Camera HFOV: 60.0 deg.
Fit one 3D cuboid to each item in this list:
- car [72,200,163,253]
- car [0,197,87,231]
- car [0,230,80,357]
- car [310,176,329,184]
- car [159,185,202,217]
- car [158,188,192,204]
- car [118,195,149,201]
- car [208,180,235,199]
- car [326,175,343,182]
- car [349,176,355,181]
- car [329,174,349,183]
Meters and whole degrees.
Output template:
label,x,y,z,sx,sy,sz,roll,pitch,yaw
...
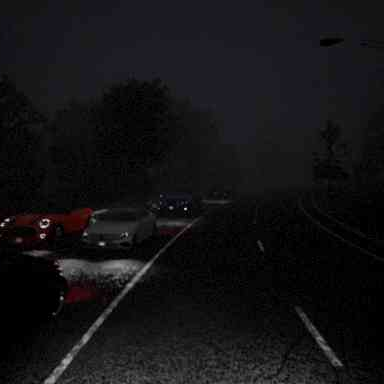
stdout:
label,x,y,z,sx,sy,sz,roll,pitch,yaw
car,-2.598,1.300,12.902,1.812,1.442,4.674,0,2,7
car,-5.950,1.092,14.209,2.097,1.767,4.553,0,2,8
car,-3.323,1.519,4.379,1.994,1.385,4.181,0,1,3
car,28.156,-2.758,74.584,2.097,1.767,4.553,0,3,41
car,-0.728,0.530,24.106,2.150,2.045,5.566,0,3,13
car,-1.651,0.354,34.490,1.895,1.301,4.718,0,3,18
car,-4.310,0.909,24.016,1.994,1.385,4.181,0,3,12
car,3.545,-0.346,39.173,2.150,2.045,5.566,0,3,20
car,35.192,-3.269,82.094,5.008,1.535,1.882,-5,3,-44
car,39.825,-3.411,81.664,4.892,1.490,1.837,-4,3,-41
car,32.335,-3.030,74.068,2.150,2.045,5.566,0,3,44
